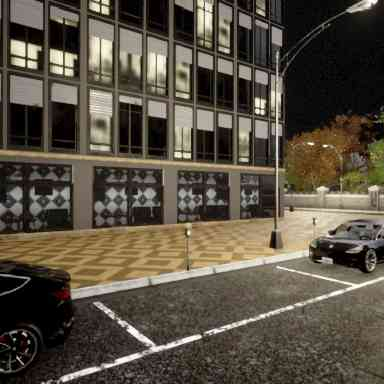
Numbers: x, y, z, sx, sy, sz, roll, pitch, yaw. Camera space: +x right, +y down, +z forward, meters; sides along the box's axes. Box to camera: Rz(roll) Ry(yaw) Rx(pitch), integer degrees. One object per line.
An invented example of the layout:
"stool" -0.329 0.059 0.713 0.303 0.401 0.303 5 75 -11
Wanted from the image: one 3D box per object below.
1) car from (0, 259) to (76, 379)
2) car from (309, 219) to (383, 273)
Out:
"car" -3.641 1.566 3.960 4.313 1.339 1.947 0 0 -36
"car" 5.589 1.562 10.645 4.313 1.339 1.947 0 0 -36
